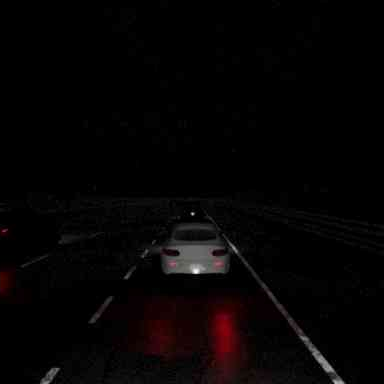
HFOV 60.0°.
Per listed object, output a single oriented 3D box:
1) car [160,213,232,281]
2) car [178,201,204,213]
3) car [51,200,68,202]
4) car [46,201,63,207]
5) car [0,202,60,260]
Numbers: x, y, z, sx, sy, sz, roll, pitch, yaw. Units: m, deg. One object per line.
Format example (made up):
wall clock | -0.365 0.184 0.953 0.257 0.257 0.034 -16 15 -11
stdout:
car | 0.087 1.577 9.950 1.812 1.442 4.674 0 0 0
car | 0.055 1.725 28.549 1.994 1.385 4.181 0 -1 0
car | -24.604 2.322 64.167 2.033 1.411 5.357 0 -1 0
car | -31.625 2.640 76.601 1.895 1.301 4.718 0 -1 0
car | -6.919 1.424 12.952 2.097 1.767 4.553 0 0 0
